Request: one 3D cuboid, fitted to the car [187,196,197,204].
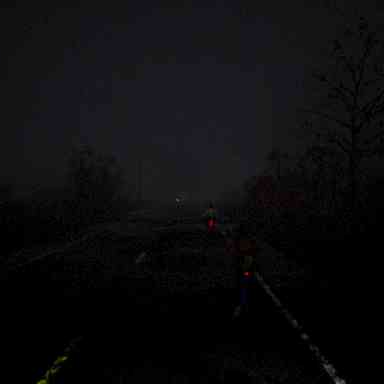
[{"bbox_3d":[0.058,1.583,63.212,2.033,1.411,5.357,0,0,0],"label":"car"}]

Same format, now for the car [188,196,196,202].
[{"bbox_3d":[-0.026,1.653,77.676,1.895,1.301,4.718,0,0,0],"label":"car"}]

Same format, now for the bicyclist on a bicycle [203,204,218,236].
[{"bbox_3d":[0.984,1.437,17.427,0.866,1.612,1.509,0,0,0],"label":"bicyclist on a bicycle"}]

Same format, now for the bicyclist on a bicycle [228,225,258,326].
[{"bbox_3d":[0.957,1.452,6.122,0.582,1.620,1.656,0,0,0],"label":"bicyclist on a bicycle"}]
